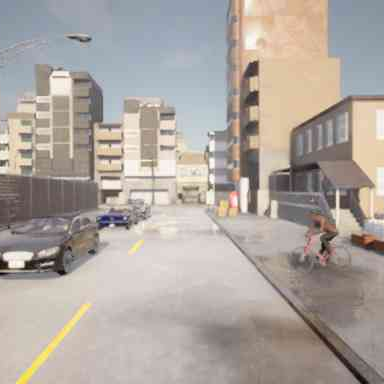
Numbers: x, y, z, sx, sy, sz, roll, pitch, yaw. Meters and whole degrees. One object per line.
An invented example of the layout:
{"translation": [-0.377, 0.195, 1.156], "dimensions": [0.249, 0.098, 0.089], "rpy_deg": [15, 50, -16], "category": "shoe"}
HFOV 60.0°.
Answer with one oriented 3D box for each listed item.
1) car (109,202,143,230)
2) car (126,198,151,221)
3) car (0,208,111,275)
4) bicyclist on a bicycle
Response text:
{"translation": [-4.463, 1.537, 20.619], "dimensions": [1.895, 1.301, 4.718], "rpy_deg": [0, 0, -1], "category": "car"}
{"translation": [-4.498, 1.270, 26.570], "dimensions": [2.097, 1.767, 4.553], "rpy_deg": [0, 0, -1], "category": "car"}
{"translation": [-4.274, 1.469, 10.458], "dimensions": [2.128, 1.511, 4.902], "rpy_deg": [0, 0, -1], "category": "car"}
{"translation": [3.343, 1.295, 8.693], "dimensions": [1.656, 1.620, 0.582], "rpy_deg": [0, 0, -1], "category": "bicyclist on a bicycle"}
